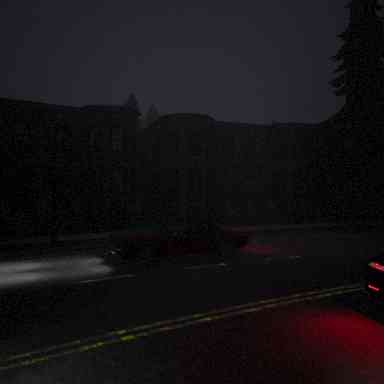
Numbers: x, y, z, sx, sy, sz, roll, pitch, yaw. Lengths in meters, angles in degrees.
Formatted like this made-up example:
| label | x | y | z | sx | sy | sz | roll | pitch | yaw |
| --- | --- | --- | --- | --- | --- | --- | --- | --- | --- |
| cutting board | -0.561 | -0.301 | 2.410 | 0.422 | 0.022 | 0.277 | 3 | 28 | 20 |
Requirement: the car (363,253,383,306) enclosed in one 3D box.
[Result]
| label | x | y | z | sx | sy | sz | roll | pitch | yaw |
| --- | --- | --- | --- | --- | --- | --- | --- | --- | --- |
| car | 5.464 | 1.491 | 6.218 | 4.902 | 1.511 | 2.128 | 0 | 0 | -24 |

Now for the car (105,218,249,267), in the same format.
| label | x | y | z | sx | sy | sz | roll | pitch | yaw |
| --- | --- | --- | --- | --- | --- | --- | --- | --- | --- |
| car | -0.490 | 1.601 | 11.418 | 4.718 | 1.301 | 1.895 | 0 | 0 | -26 |
